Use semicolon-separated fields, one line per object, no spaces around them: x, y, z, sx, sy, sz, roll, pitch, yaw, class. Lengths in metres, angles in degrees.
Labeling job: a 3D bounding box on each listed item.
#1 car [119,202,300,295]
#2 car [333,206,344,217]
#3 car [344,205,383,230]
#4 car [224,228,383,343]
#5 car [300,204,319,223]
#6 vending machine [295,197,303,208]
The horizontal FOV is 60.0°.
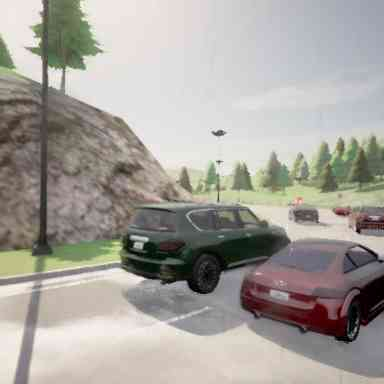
0.649;1.314;9.322;2.150;2.045;5.566;0;0;43;car
16.844;2.081;35.403;1.895;1.301;4.718;1;-1;-1;car
11.628;1.659;21.871;2.097;1.767;4.553;0;-1;19;car
2.808;1.651;6.766;1.994;1.385;4.181;0;-1;45;car
9.668;1.835;29.128;1.882;1.535;5.008;1;-1;8;car
20.145;1.961;62.819;1.100;2.100;0.880;1;-1;-17;vending machine
